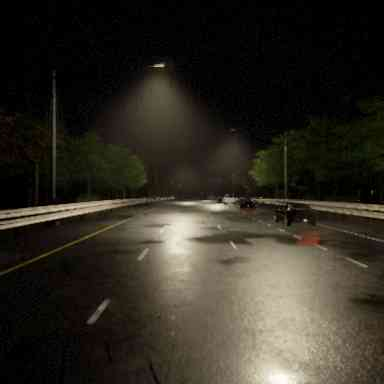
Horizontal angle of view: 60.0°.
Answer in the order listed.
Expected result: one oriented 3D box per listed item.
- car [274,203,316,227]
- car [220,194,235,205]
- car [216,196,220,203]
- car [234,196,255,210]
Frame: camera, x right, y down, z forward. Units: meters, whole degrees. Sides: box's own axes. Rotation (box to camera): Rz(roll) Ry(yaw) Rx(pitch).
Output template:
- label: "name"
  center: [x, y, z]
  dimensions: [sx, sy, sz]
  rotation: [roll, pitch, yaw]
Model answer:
- label: "car"
  center: [7.011, 1.511, 23.002]
  dimensions: [1.837, 1.490, 4.892]
  rotation: [0, 0, 0]
- label: "car"
  center: [7.163, 1.475, 63.979]
  dimensions: [2.150, 2.045, 5.566]
  rotation: [0, -1, 0]
- label: "car"
  center: [7.305, 1.861, 84.021]
  dimensions: [2.097, 1.767, 4.553]
  rotation: [0, -1, 0]
- label: "car"
  center: [7.066, 1.602, 43.897]
  dimensions: [1.812, 1.442, 4.674]
  rotation: [0, 0, 0]
